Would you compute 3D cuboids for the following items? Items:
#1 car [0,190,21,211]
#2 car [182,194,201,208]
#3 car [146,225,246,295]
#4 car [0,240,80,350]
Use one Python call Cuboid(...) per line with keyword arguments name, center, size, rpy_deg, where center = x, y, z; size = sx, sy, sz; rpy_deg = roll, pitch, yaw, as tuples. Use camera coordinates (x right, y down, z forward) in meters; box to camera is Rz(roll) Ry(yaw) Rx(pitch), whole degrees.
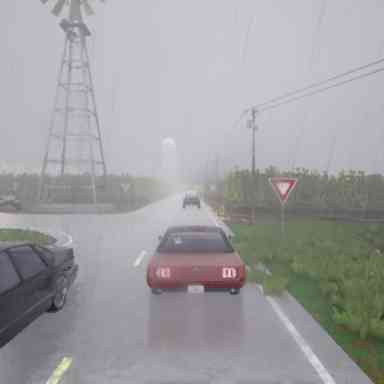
Cuboid(name="car", center=(-17.339, 0.789, 31.442), size=(1.905, 1.878, 3.866), rpy_deg=(0, 1, -31))
Cuboid(name="car", center=(-0.042, 0.988, 38.059), size=(1.837, 1.490, 4.892), rpy_deg=(0, 0, 0))
Cuboid(name="car", center=(0.070, 1.486, 8.367), size=(1.895, 1.301, 4.718), rpy_deg=(0, 1, 0))
Cuboid(name="car", center=(-3.284, 1.481, 4.733), size=(2.033, 1.411, 5.357), rpy_deg=(0, 1, 0))
